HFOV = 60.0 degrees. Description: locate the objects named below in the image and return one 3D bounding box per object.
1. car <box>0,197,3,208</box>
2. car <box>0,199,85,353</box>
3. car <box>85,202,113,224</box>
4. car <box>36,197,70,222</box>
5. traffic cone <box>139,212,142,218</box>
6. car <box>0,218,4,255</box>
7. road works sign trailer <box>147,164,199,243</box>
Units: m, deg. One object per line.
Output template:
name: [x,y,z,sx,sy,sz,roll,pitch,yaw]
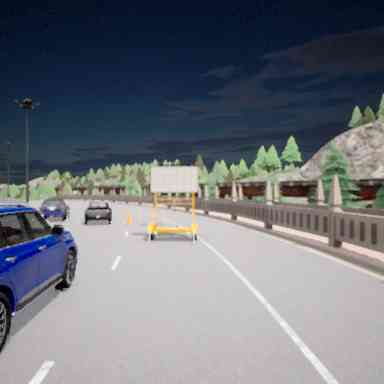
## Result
car: [-29.510,1.578,49.518,2.128,1.511,4.902,0,0,-32]
car: [-3.764,1.222,5.894,2.150,2.045,5.566,0,0,-4]
car: [-6.991,1.492,24.951,2.128,1.511,4.902,0,0,-14]
car: [-11.412,1.364,27.634,2.097,1.767,4.553,0,0,-17]
traffic cone: [-4.447,1.948,28.478,0.340,0.580,0.340,0,0,-12]
car: [-7.637,1.604,9.871,1.895,1.301,4.718,0,0,-6]
road works sign trailer: [-0.830,0.457,16.213,2.380,3.560,2.880,0,0,3]
